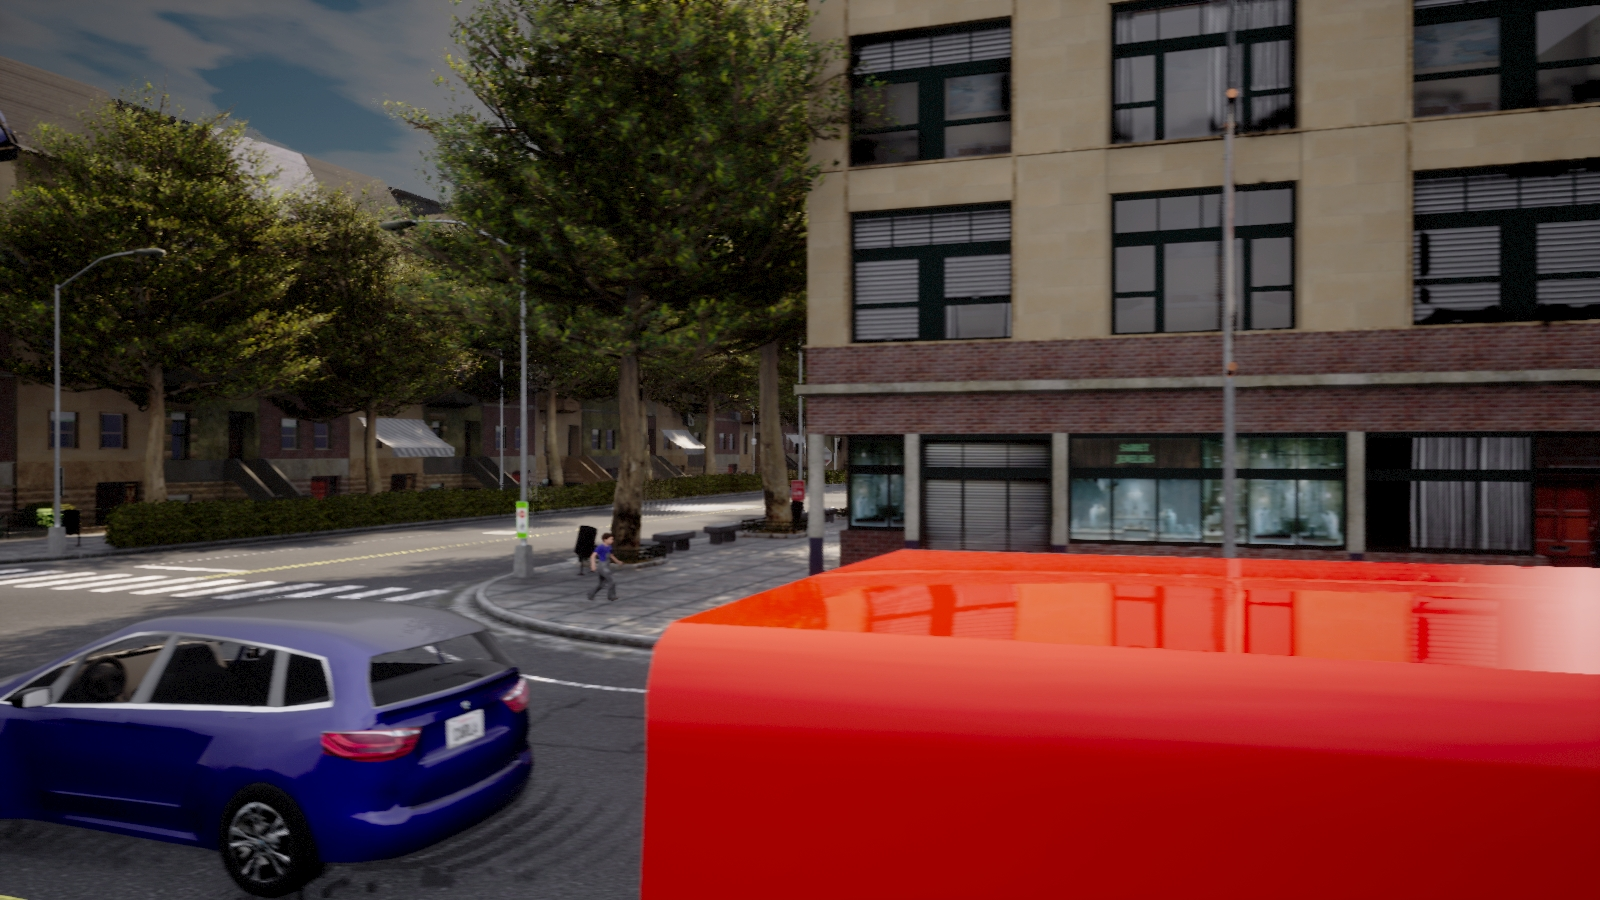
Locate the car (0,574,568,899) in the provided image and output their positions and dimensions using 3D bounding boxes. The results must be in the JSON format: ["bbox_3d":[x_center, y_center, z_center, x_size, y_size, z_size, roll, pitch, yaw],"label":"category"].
[{"bbox_3d":[-4.349,1.967,8.607,4.611,1.667,2.242,0,0,20],"label":"car"}]

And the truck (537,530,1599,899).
[{"bbox_3d":[2.408,1.565,2.435,5.204,2.467,2.627,0,0,20],"label":"truck"}]

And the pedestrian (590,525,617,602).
[{"bbox_3d":[-3.422,1.976,19.898,0.375,1.300,0.375,0,0,7],"label":"pedestrian"}]

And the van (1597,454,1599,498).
[{"bbox_3d":[46.886,1.535,64.171,1.988,2.561,5.915,0,0,20],"label":"van"}]

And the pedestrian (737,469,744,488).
[{"bbox_3d":[-4.100,1.975,78.722,0.375,1.300,0.375,0,0,20],"label":"pedestrian"}]
